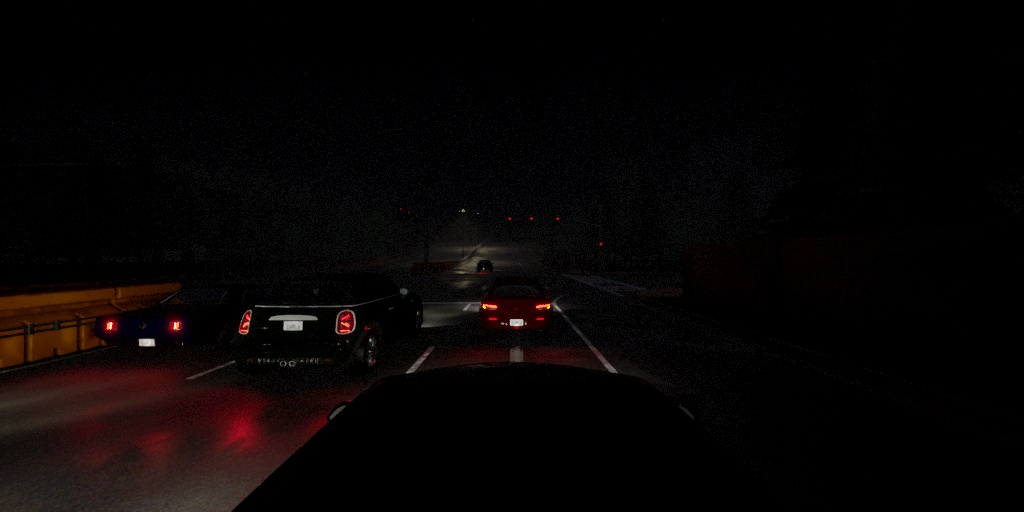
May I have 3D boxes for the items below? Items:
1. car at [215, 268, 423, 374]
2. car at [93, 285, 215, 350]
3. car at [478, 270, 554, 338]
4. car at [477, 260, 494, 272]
[{"bbox_3d":[-3.399,1.102,7.690,2.097,1.767,4.553,0,0,0],"label":"car"},{"bbox_3d":[-6.900,1.351,9.004,1.895,1.301,4.718,0,0,0],"label":"car"},{"bbox_3d":[0.099,1.276,10.079,1.812,1.442,4.674,0,0,0],"label":"car"},{"bbox_3d":[-3.403,1.255,45.470,1.837,1.490,4.892,0,0,0],"label":"car"}]
